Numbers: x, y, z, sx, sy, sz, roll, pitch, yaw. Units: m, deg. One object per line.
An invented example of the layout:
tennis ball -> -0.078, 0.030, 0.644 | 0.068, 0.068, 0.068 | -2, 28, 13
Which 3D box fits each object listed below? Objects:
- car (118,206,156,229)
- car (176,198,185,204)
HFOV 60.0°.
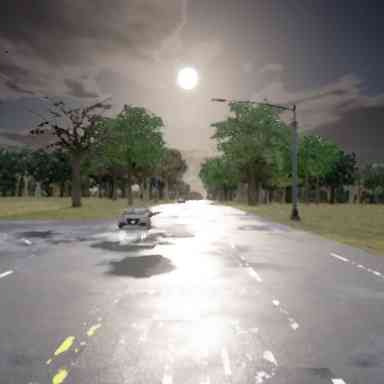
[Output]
car -> -3.477, 1.616, 21.656 | 1.994, 1.385, 4.181 | 1, -1, 0
car -> -2.858, 2.265, 84.566 | 1.837, 1.490, 4.892 | 0, -1, 6
